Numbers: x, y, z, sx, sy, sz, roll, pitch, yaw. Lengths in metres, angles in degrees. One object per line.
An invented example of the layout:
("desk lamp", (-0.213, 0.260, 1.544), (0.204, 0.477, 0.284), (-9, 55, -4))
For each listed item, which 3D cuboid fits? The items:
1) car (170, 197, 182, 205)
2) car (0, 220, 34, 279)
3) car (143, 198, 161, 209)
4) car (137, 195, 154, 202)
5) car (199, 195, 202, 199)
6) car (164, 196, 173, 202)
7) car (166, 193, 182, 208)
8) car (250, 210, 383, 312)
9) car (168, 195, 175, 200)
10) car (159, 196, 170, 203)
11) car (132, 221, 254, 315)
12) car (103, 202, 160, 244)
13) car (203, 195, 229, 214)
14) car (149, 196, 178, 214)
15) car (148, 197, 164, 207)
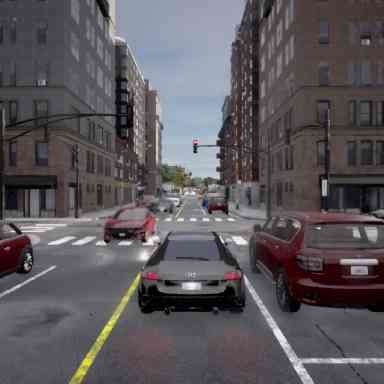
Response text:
("car", (-2.858, 1.560, 61.140), (1.994, 1.385, 4.181), (0, 0, 1))
("car", (-5.397, 1.440, 7.605), (1.967, 1.590, 4.097), (0, 0, 0))
("car", (-5.480, 1.563, 45.668), (1.947, 1.339, 4.313), (0, 0, 0))
("car", (-5.475, 1.313, 40.164), (2.192, 1.841, 5.009), (0, 0, 0))
("car", (2.615, 1.312, 51.185), (2.192, 1.841, 5.009), (0, 0, 0))
("car", (-5.514, 1.545, 78.690), (2.008, 1.369, 4.403), (0, 0, 0))
("car", (-2.882, 1.214, 47.902), (2.150, 2.045, 5.566), (0, 1, 0))
("car", (2.628, 1.315, 7.617), (2.192, 1.841, 5.009), (0, 0, 0))
("car", (-5.526, 1.575, 89.698), (1.802, 1.307, 4.206), (0, 0, 0))
("car", (-5.503, 1.540, 67.683), (1.887, 1.381, 4.507), (0, 0, 0))
("car", (0.014, 1.564, 7.640), (1.994, 1.385, 4.181), (0, 0, 1))
("car", (-2.875, 1.480, 16.138), (1.882, 1.535, 5.008), (0, 0, 0))
("car", (2.652, 1.313, 34.673), (2.192, 1.841, 5.009), (0, 0, 0))
("car", (-2.893, 1.490, 34.786), (2.128, 1.511, 4.902), (0, 0, 0))
("car", (-5.486, 1.548, 51.172), (2.008, 1.369, 4.403), (0, 0, 0))
